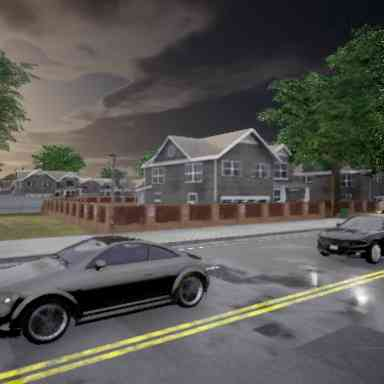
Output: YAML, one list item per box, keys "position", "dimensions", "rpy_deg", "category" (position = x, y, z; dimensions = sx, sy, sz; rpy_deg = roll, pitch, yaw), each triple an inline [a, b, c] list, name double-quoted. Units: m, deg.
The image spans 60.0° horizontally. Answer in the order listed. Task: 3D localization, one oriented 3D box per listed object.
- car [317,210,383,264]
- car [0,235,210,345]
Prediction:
- position: [6.706, 1.563, 12.373]
  dimensions: [5.008, 1.535, 1.882]
  rpy_deg: [0, 0, -35]
  category: "car"
- position: [-1.685, 1.579, 6.444]
  dimensions: [4.181, 1.385, 1.994]
  rpy_deg: [1, 0, -36]
  category: "car"
